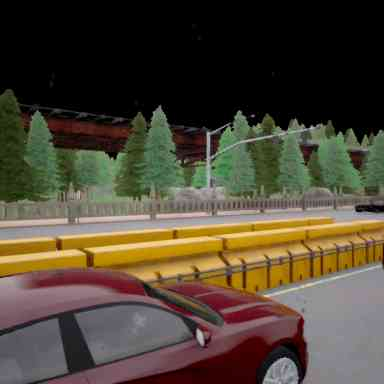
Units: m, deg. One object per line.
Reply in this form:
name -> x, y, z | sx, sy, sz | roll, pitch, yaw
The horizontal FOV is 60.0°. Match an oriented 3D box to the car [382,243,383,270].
car -> 6.953, 1.478, 8.731 | 5.008, 1.535, 1.882 | 0, 0, -35

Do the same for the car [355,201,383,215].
car -> 18.996, 1.601, 34.731 | 4.718, 1.301, 1.895 | 0, 0, -35

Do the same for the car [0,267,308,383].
car -> -0.998, 1.478, 3.033 | 5.008, 1.535, 1.882 | 0, 0, -35
